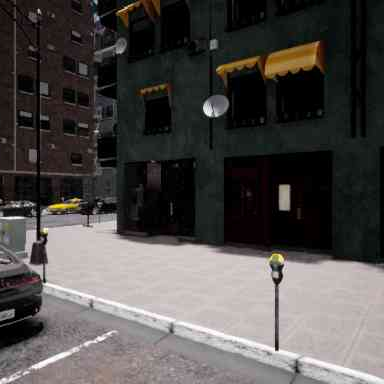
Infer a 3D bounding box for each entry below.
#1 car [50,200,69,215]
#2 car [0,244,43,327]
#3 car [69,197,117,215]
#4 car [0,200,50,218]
[{"bbox_3d":[-10.887,1.250,30.533,1.752,1.417,4.829,1,1,35],"label":"car"},{"bbox_3d":[-4.472,1.551,6.082,4.403,1.369,2.008,0,0,36],"label":"car"},{"bbox_3d":[-8.148,1.216,29.946,1.837,1.490,4.892,0,0,35],"label":"car"},{"bbox_3d":[-13.987,1.350,26.115,2.008,1.369,4.403,1,1,35],"label":"car"}]
